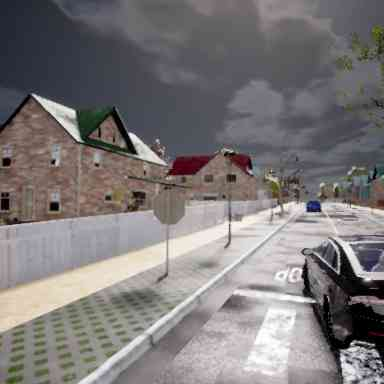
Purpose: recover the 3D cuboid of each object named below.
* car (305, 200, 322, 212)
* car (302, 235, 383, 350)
[{"bbox_3d":[16.381,1.850,44.741,1.882,1.535,5.008,0,-1,20],"label":"car"},{"bbox_3d":[3.204,1.528,6.079,2.128,1.511,4.902,-2,-1,13],"label":"car"}]
